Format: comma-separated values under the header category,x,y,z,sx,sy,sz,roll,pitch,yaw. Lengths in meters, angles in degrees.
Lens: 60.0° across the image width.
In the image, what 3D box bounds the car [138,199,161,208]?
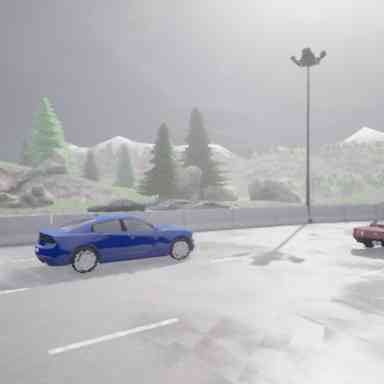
category,x,y,z,sx,sy,sz,roll,pitch,yaw
car,-1.571,1.389,27.589,4.902,1.511,2.128,0,0,-30

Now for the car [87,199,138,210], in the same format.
category,x,y,z,sx,sy,sz,roll,pitch,yaw
car,-6.505,1.372,28.755,5.008,1.535,1.882,0,0,-31

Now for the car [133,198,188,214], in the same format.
category,x,y,z,sx,sy,sz,roll,pitch,yaw
car,-3.258,1.420,34.685,5.357,1.411,2.033,0,0,-29

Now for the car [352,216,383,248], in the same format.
category,x,y,z,sx,sy,sz,roll,pitch,yaw
car,8.550,1.550,12.991,4.718,1.301,1.895,0,0,-29

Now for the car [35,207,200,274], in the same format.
category,x,y,z,sx,sy,sz,roll,pitch,yaw
car,-2.207,1.438,10.558,5.008,1.535,1.882,0,0,-34

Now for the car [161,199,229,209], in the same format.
category,x,y,z,sx,sy,sz,roll,pitch,yaw
car,0.551,1.399,24.773,4.902,1.511,2.128,0,0,-30
